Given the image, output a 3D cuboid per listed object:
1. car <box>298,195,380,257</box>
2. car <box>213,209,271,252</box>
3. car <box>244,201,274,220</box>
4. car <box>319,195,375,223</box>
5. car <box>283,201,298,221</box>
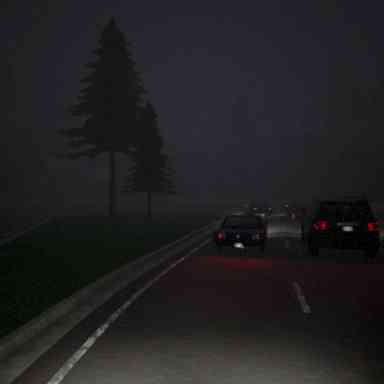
[{"bbox_3d":[5.606,1.258,13.143,2.150,2.045,5.566,0,0,14],"label":"car"},{"bbox_3d":[2.215,1.616,14.010,1.895,1.301,4.718,0,0,14],"label":"car"},{"bbox_3d":[5.450,1.495,27.496,2.128,1.511,4.902,0,0,2],"label":"car"},{"bbox_3d":[12.445,1.258,27.226,2.150,2.045,5.566,0,0,2],"label":"car"},{"bbox_3d":[8.947,1.485,27.346,1.882,1.535,5.008,0,0,2],"label":"car"}]
